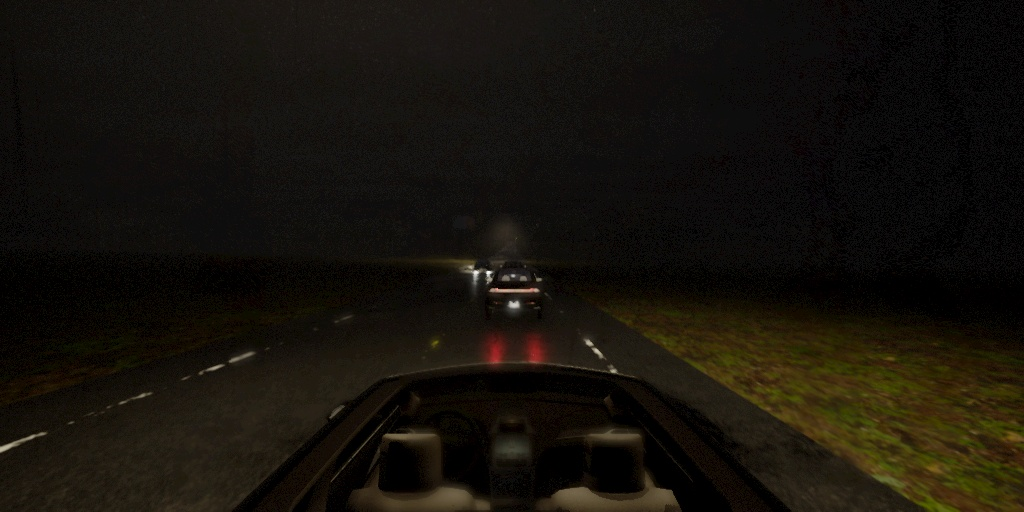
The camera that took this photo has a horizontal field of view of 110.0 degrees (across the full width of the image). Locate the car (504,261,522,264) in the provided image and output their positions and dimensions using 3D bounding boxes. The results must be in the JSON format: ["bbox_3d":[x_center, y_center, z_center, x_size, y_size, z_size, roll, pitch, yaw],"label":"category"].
[{"bbox_3d":[0.086,1.139,28.009,1.837,1.490,4.892,0,0,0],"label":"car"}]

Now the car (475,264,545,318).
[{"bbox_3d":[0.085,1.200,12.662,2.128,1.511,4.902,0,0,0],"label":"car"}]

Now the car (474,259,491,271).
[{"bbox_3d":[-3.583,1.066,44.128,1.812,1.442,4.674,0,0,0],"label":"car"}]
